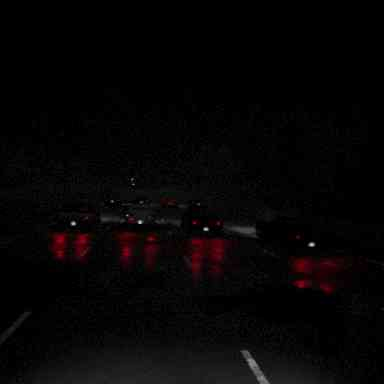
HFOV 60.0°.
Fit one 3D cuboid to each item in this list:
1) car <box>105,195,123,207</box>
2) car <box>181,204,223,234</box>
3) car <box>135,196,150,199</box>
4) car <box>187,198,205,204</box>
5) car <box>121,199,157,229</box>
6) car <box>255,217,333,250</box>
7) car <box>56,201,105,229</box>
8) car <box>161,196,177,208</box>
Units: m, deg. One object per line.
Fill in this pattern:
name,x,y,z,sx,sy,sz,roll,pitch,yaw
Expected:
car,-9.756,1.048,41.480,1.994,1.385,4.181,2,1,-8
car,0.440,1.667,19.977,1.895,1.301,4.718,2,0,-8
car,-6.291,1.191,41.958,1.994,1.385,4.181,2,1,-8
car,0.546,1.464,43.547,1.994,1.385,4.181,2,1,-8
car,-3.225,1.438,20.903,1.812,1.442,4.674,2,0,-8
car,4.584,1.841,15.797,1.895,1.301,4.718,2,0,-8
car,-6.621,1.375,19.929,1.895,1.301,4.718,2,0,-8
car,-3.023,1.221,43.810,1.882,1.535,5.008,2,1,-8
